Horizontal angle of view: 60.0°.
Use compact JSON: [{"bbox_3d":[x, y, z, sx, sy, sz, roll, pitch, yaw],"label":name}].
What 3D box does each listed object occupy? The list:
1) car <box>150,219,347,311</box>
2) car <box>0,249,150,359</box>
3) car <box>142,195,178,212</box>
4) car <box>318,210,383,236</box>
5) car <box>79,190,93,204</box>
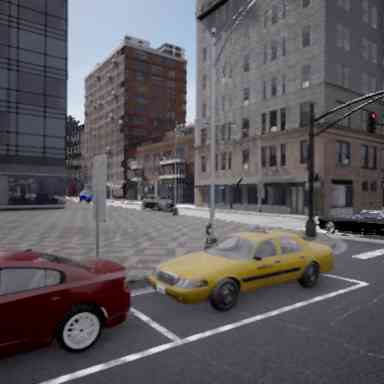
[{"bbox_3d":[1.376,1.523,7.735,4.829,1.417,1.752,0,1,-35],"label":"car"},{"bbox_3d":[-3.066,1.545,4.569,4.507,1.381,1.887,0,1,-35],"label":"car"},{"bbox_3d":[-3.356,1.069,34.085,2.097,1.767,4.553,1,0,-35],"label":"car"},{"bbox_3d":[8.660,1.519,16.269,4.718,1.301,1.895,1,1,44],"label":"car"},{"bbox_3d":[-15.904,0.729,52.071,2.150,2.045,5.566,1,0,-35],"label":"car"}]
